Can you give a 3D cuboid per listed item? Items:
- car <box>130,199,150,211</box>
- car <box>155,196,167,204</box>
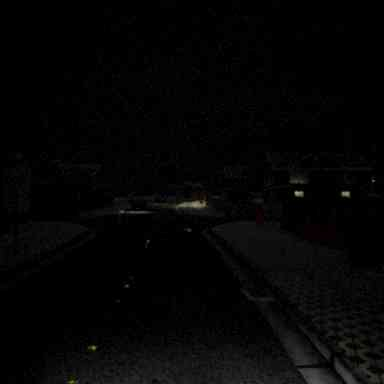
[{"bbox_3d":[-6.274,1.576,40.756,2.033,1.411,5.357,0,0,-2],"label":"car"},{"bbox_3d":[-6.235,1.525,67.053,1.882,1.535,5.008,0,0,3],"label":"car"}]
